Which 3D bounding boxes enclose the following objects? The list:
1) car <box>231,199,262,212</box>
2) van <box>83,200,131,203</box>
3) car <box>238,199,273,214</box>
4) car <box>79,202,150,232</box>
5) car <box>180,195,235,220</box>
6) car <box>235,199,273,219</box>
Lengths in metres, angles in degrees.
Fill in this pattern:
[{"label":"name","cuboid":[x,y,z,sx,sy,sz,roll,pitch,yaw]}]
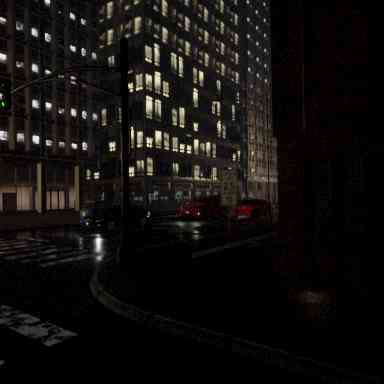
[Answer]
[{"label":"car","cuboid":[6.840,1.689,41.379,1.752,1.417,4.829,-2,-1,36]},{"label":"van","cuboid":[-5.991,1.460,23.467,1.690,1.788,3.998,-2,-1,36]},{"label":"car","cuboid":[7.250,1.584,37.486,1.882,1.535,5.008,-1,-1,36]},{"label":"car","cuboid":[-4.645,1.571,20.934,1.837,1.490,4.892,-1,-1,33]},{"label":"car","cuboid":[1.245,1.307,29.123,2.150,2.045,5.566,-1,-1,36]},{"label":"car","cuboid":[5.432,1.380,29.474,2.097,1.767,4.553,-1,-1,36]}]
